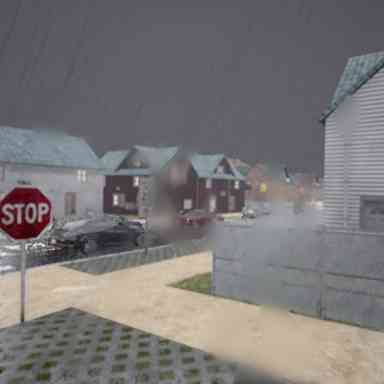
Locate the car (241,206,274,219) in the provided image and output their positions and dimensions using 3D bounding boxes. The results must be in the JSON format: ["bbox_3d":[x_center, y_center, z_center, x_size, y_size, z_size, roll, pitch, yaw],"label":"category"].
[{"bbox_3d":[6.688,2.173,33.687,1.837,1.490,4.892,2,0,37],"label":"car"}]

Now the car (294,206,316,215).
[{"bbox_3d":[15.504,2.568,45.498,1.994,1.385,4.181,2,0,37],"label":"car"}]

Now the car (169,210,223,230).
[{"bbox_3d":[0.410,2.034,25.194,1.895,1.301,4.718,2,0,36],"label":"car"}]

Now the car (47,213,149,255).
[{"bbox_3d":[-3.959,1.784,14.702,1.812,1.442,4.674,1,0,37],"label":"car"}]

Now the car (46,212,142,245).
[{"bbox_3d":[-5.025,1.834,17.796,1.895,1.301,4.718,2,0,36],"label":"car"}]
